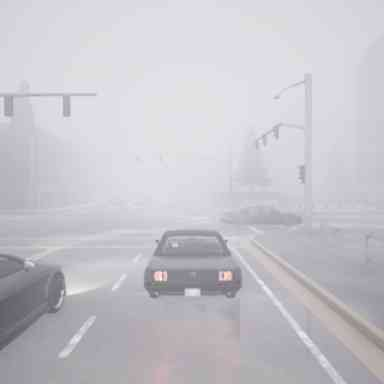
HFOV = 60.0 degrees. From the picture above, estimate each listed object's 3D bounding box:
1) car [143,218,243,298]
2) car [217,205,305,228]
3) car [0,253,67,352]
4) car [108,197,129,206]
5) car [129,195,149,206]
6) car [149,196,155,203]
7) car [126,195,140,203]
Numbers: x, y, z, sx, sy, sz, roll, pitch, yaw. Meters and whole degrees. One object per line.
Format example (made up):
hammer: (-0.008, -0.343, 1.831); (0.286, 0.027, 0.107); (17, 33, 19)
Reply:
car: (-0.007, 1.591, 8.437); (1.895, 1.301, 4.718); (0, 0, -1)
car: (4.343, 1.532, 21.370); (5.357, 1.411, 2.033); (0, 0, -5)
car: (-3.473, 1.558, 4.960); (1.994, 1.385, 4.181); (0, 0, 0)
car: (-12.009, 1.484, 53.382); (2.033, 1.411, 5.357); (0, 0, -1)
car: (-8.515, 1.462, 53.553); (1.812, 1.442, 4.674); (0, 0, -1)
car: (-8.873, 1.457, 69.735); (2.033, 1.411, 5.357); (0, 0, -2)
car: (-12.371, 1.442, 69.641); (2.128, 1.511, 4.902); (0, 0, -2)
